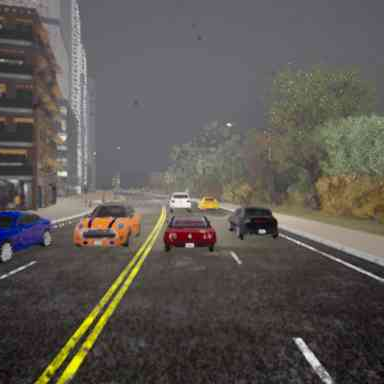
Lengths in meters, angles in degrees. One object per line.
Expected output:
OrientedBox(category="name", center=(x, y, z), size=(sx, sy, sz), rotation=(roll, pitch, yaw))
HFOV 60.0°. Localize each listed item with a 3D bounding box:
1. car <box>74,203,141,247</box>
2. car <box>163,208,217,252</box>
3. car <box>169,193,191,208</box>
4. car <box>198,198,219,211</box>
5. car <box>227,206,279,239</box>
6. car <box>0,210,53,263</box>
OrientedBox(category="car", center=(-3.564, 1.316, 14.746), size=(2.097, 1.767, 4.553), rotation=(0, 0, -1))
OrientedBox(category="car", center=(-0.132, 1.563, 13.802), size=(1.895, 1.301, 4.718), rotation=(0, 0, -2))
OrientedBox(category="car", center=(-1.332, 1.113, 36.469), size=(2.150, 2.045, 5.566), rotation=(0, 0, -4))
OrientedBox(category="car", center=(1.822, 1.361, 37.692), size=(1.882, 1.535, 5.008), rotation=(0, 0, -4))
OrientedBox(category="car", center=(3.000, 1.456, 17.005), size=(1.837, 1.490, 4.892), rotation=(0, 1, -2))
OrientedBox(category="car", center=(-6.755, 1.453, 12.011), size=(1.882, 1.535, 5.008), rotation=(0, 0, -1))
